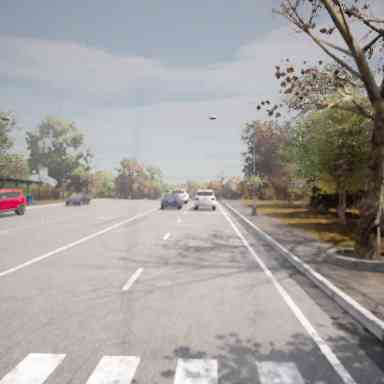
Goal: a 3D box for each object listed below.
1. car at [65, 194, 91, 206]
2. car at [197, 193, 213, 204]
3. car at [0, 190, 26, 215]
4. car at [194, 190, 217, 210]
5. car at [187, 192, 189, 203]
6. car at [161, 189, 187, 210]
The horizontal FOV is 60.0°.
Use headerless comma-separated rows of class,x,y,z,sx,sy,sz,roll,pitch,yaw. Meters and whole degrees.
car,-13.922,0.925,41.008,1.812,1.442,4.674,0,1,2
car,1.895,0.882,47.861,2.128,1.511,4.902,0,1,3
car,-14.645,0.845,24.891,2.150,2.045,5.566,0,1,2
car,1.391,0.797,34.907,2.150,2.045,5.566,0,1,3
car,-1.654,0.605,46.966,2.150,2.045,5.566,0,1,3
car,-2.073,0.894,35.692,2.097,1.767,4.553,0,1,3
